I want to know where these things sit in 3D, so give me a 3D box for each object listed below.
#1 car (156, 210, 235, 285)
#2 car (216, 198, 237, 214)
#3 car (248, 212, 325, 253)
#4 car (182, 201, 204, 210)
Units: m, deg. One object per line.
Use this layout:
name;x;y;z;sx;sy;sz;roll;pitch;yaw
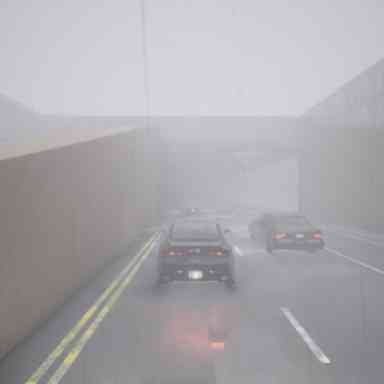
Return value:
car;0.083;1.486;9.436;1.837;1.490;4.892;0;0;0
car;3.598;1.405;35.059;1.882;1.535;5.008;0;0;0
car;3.596;1.519;13.599;2.033;1.411;5.357;0;0;0
car;0.095;1.488;28.606;2.033;1.411;5.357;0;0;0
